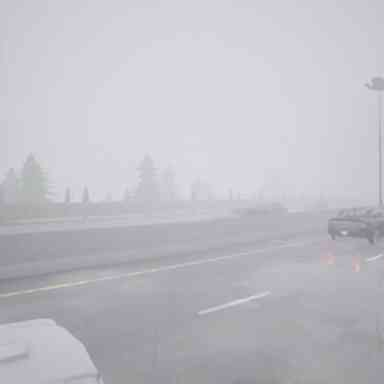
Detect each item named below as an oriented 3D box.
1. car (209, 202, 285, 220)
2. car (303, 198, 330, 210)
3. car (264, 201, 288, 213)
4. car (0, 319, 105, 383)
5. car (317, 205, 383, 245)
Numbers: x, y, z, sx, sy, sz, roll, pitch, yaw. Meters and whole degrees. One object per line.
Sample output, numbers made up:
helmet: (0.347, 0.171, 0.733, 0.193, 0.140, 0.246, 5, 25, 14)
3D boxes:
car: (3.386, 1.602, 20.923, 5.357, 1.411, 2.033, 0, 0, -44)
car: (16.287, 1.578, 43.306, 4.902, 1.511, 2.128, 0, 0, -44)
car: (6.481, 1.577, 28.826, 4.892, 1.490, 1.837, 0, 0, -44)
car: (-2.855, 1.617, 1.841, 4.718, 1.301, 1.895, 0, 0, -35)
car: (8.162, 1.506, 15.641, 4.902, 1.511, 2.128, 0, 0, -43)
